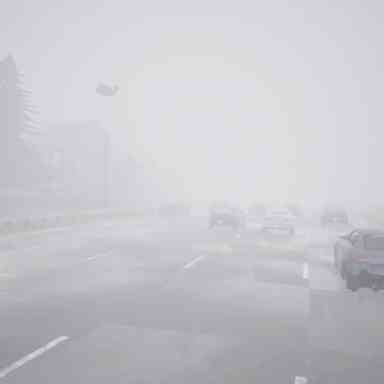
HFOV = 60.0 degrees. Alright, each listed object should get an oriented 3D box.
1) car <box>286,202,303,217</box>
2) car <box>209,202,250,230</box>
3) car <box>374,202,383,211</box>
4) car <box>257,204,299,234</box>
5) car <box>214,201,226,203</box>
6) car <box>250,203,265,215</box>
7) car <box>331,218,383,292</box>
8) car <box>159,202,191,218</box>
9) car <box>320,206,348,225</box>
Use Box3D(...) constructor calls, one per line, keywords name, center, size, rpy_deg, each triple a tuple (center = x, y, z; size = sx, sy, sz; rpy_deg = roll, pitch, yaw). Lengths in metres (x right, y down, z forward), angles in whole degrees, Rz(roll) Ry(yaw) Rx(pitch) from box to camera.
Box3D(name="car", center=(10.788, 1.845, 35.707), size=(1.812, 1.442, 4.674), rpy_deg=(0, 0, 19))
Box3D(name="car", center=(2.483, 1.690, 22.734), size=(1.812, 1.442, 4.674), rpy_deg=(0, 0, 19))
Box3D(name="car", center=(27.639, 1.749, 46.384), size=(3.866, 1.878, 1.905), rpy_deg=(0, 0, 19))
Box3D(name="car", center=(5.472, 1.703, 20.682), size=(1.812, 1.442, 4.674), rpy_deg=(0, 0, 20))
Box3D(name="car", center=(3.236, 1.742, 35.347), size=(2.128, 1.511, 4.902), rpy_deg=(0, 0, 19))
Box3D(name="car", center=(7.570, 1.864, 37.107), size=(1.994, 1.385, 4.181), rpy_deg=(0, 0, 20))
Box3D(name="car", center=(5.047, 1.664, 8.994), size=(1.994, 1.385, 4.181), rpy_deg=(0, 0, 19))
Box3D(name="car", center=(-1.585, 1.693, 32.216), size=(1.837, 1.490, 4.892), rpy_deg=(0, 0, 19))
Box3D(name="car", center=(11.029, 1.785, 25.896), size=(1.812, 1.442, 4.674), rpy_deg=(0, 0, 19))
